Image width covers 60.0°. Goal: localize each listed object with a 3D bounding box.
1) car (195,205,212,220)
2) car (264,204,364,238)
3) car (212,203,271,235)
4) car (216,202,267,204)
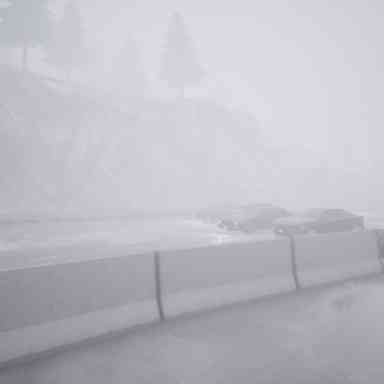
[{"bbox_3d":[2.363,1.513,25.882,4.181,1.385,1.994,0,0,-29],"label":"car"},{"bbox_3d":[6.101,1.459,15.953,5.008,1.535,1.882,0,0,-30],"label":"car"},{"bbox_3d":[4.062,1.517,18.854,5.357,1.411,2.033,0,0,-30],"label":"car"},{"bbox_3d":[4.288,1.466,22.959,4.892,1.490,1.837,0,0,-29],"label":"car"}]
